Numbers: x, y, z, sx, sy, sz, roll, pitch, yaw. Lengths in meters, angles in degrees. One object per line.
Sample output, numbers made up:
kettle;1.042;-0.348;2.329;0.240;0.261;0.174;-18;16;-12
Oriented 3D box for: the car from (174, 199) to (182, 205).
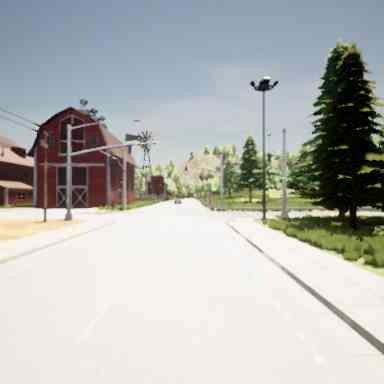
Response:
car;-3.482;2.420;81.190;2.033;1.411;5.357;0;-1;0
